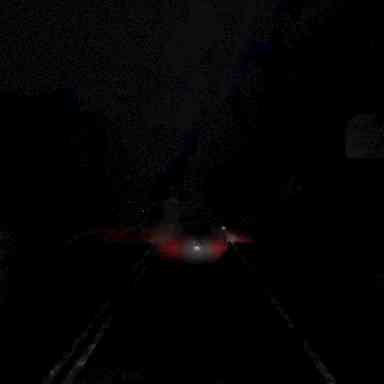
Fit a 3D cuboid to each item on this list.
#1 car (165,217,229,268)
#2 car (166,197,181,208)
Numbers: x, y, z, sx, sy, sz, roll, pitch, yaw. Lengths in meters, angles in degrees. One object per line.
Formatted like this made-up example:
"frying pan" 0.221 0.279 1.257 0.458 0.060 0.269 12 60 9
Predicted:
"car" 0.179 1.542 11.186 2.033 1.411 5.357 0 0 1
"car" -2.698 1.521 48.932 1.812 1.442 4.674 0 0 1
